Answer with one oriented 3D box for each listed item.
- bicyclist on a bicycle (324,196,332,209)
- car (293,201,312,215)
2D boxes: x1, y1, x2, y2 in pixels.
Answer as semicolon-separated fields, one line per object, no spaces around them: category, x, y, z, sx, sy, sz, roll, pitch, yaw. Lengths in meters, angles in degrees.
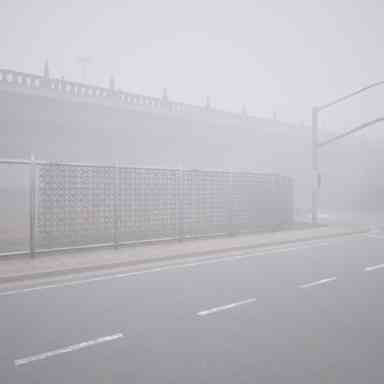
bicyclist on a bicycle;17.734;1.356;43.314;1.656;1.620;0.582;0;0;-36
car;10.462;1.619;34.610;1.994;1.385;4.181;0;0;-36
